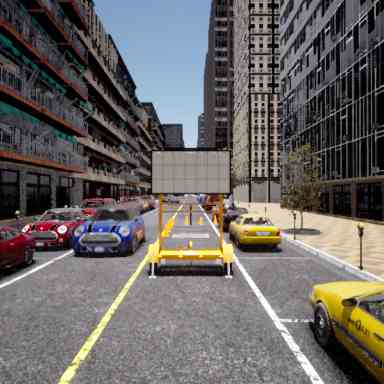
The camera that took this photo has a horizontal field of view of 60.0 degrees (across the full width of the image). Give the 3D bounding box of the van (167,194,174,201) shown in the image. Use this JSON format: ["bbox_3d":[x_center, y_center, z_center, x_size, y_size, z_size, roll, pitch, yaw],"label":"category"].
[{"bbox_3d":[-6.075,1.574,93.832,1.690,1.788,3.998,0,0,0],"label":"van"}]

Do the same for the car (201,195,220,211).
[{"bbox_3d":[2.543,1.352,37.234,2.192,1.841,5.009,0,0,0],"label":"car"}]

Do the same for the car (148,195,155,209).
[{"bbox_3d":[-5.861,1.364,42.863,2.192,1.841,5.009,0,0,0],"label":"car"}]

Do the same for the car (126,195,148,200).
[{"bbox_3d":[-5.813,1.342,31.535,2.192,1.841,5.009,0,0,0],"label":"car"}]

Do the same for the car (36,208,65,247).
[{"bbox_3d":[-5.744,1.447,14.545,1.967,1.590,4.097,0,0,0],"label":"car"}]

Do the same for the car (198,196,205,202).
[{"bbox_3d":[2.352,1.764,82.538,1.802,1.307,4.206,0,0,0],"label":"car"}]

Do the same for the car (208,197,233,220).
[{"bbox_3d":[2.589,1.460,25.907,1.967,1.590,4.097,0,0,0],"label":"car"}]

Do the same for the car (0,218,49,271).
[{"bbox_3d":[-5.721,1.585,8.882,1.802,1.307,4.206,0,0,0],"label":"car"}]

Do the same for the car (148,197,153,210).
[{"bbox_3d":[-5.838,1.562,37.029,1.752,1.417,4.829,0,0,0],"label":"car"}]

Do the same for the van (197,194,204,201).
[{"bbox_3d":[2.328,1.547,88.202,1.690,1.788,3.998,0,0,0],"label":"van"}]

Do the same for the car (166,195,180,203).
[{"bbox_3d":[-3.255,1.667,61.701,1.994,1.385,4.181,0,0,0],"label":"car"}]

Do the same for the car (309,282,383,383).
[{"bbox_3d":[2.683,1.526,3.425,1.752,1.417,4.829,0,0,0],"label":"car"}]

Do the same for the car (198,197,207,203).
[{"bbox_3d":[2.376,1.742,76.876,1.802,1.307,4.206,0,0,0],"label":"car"}]

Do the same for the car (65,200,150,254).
[{"bbox_3d":[-3.156,1.358,13.519,2.097,1.767,4.553,0,0,0],"label":"car"}]

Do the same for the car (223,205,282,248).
[{"bbox_3d":[2.635,1.533,14.750,1.752,1.417,4.829,0,0,0],"label":"car"}]

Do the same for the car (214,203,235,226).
[{"bbox_3d":[2.612,1.579,20.244,1.947,1.339,4.313,0,0,0],"label":"car"}]

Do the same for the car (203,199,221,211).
[{"bbox_3d":[2.518,1.599,42.897,2.008,1.369,4.403,0,0,0],"label":"car"}]

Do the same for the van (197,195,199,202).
[{"bbox_3d":[2.400,1.479,71.213,1.690,1.788,3.998,0,0,0],"label":"van"}]

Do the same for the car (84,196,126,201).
[{"bbox_3d":[-5.766,1.329,20.209,2.192,1.841,5.009,0,0,0],"label":"car"}]

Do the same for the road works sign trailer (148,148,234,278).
[{"bbox_3d":[-0.034,0.468,10.102,2.380,3.560,2.880,0,0,0],"label":"road works sign trailer"}]

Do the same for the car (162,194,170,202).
[{"bbox_3d":[-5.981,1.704,71.177,1.947,1.339,4.313,0,0,0],"label":"car"}]

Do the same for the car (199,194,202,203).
[{"bbox_3d":[2.495,1.377,48.559,2.192,1.841,5.009,0,0,0],"label":"car"}]
